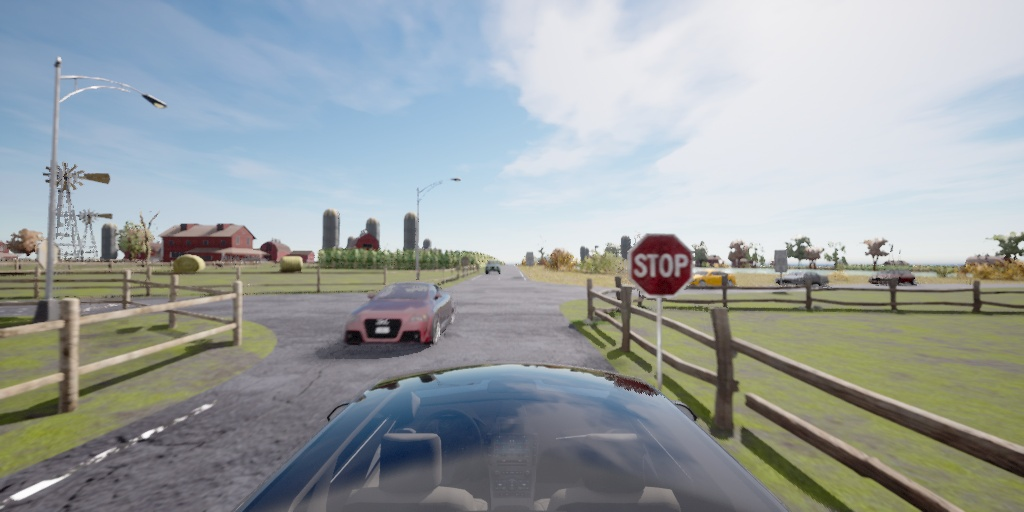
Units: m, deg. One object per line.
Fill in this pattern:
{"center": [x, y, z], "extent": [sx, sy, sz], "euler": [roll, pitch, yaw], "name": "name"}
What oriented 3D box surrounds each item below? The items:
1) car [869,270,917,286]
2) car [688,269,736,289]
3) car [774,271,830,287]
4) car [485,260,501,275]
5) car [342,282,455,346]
{"center": [40.575, 2.235, 38.252], "extent": [4.553, 1.767, 2.097], "euler": [1, -2, -18], "name": "car"}
{"center": [16.031, 1.863, 29.481], "extent": [5.008, 1.535, 1.882], "euler": [1, -2, -21], "name": "car"}
{"center": [27.247, 2.158, 33.682], "extent": [5.357, 1.411, 2.033], "euler": [1, -2, -20], "name": "car"}
{"center": [-2.730, 1.648, 52.237], "extent": [2.150, 2.045, 5.566], "euler": [0, -1, 0], "name": "car"}
{"center": [-2.747, 1.407, 9.611], "extent": [1.994, 1.385, 4.181], "euler": [0, -1, 0], "name": "car"}
